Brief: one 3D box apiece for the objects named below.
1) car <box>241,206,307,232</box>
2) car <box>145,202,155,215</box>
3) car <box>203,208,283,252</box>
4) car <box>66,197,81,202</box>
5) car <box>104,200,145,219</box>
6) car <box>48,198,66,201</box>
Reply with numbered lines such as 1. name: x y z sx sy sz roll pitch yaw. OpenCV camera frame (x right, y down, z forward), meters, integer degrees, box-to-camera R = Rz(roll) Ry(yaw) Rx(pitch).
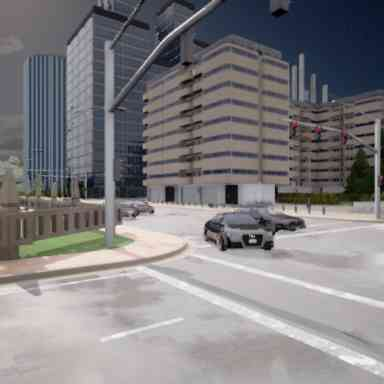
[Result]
1. car: 4.052 1.546 19.769 2.033 1.411 5.357 0 0 -35
2. car: -5.446 1.524 33.118 1.812 1.442 4.674 0 0 -36
3. car: 1.798 1.564 13.800 1.994 1.385 4.181 0 0 -11
4. car: -18.713 1.491 51.849 2.128 1.511 4.902 0 0 -35
5. car: -6.291 1.490 28.244 2.128 1.511 4.902 0 0 -35
6. car: -19.708 1.524 47.168 1.812 1.442 4.674 0 0 -35
